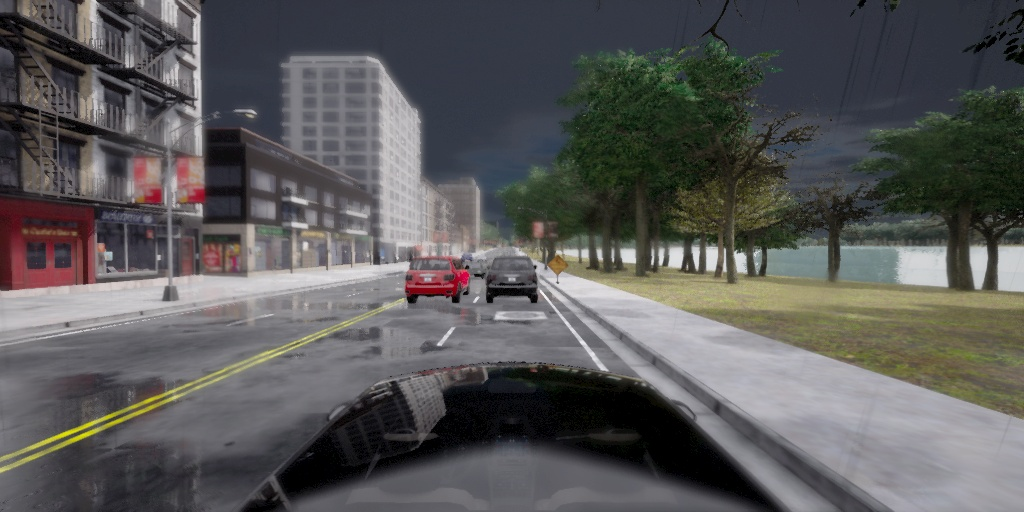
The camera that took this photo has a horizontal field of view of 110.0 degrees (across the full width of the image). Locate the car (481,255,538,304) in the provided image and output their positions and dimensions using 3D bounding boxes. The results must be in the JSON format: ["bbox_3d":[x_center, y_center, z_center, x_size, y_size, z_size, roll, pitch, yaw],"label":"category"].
[{"bbox_3d":[0.000,0.997,16.531,2.150,2.045,5.566,0,0,0],"label":"car"}]

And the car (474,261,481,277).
[{"bbox_3d":[-3.250,1.335,31.533,1.895,1.301,4.718,0,0,0],"label":"car"}]

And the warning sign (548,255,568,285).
[{"bbox_3d":[2.850,0.847,22.496,1.300,1.860,1.060,0,0,0],"label":"warning sign"}]

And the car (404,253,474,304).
[{"bbox_3d":[-3.250,0.997,16.531,2.150,2.045,5.566,0,0,0],"label":"car"}]
